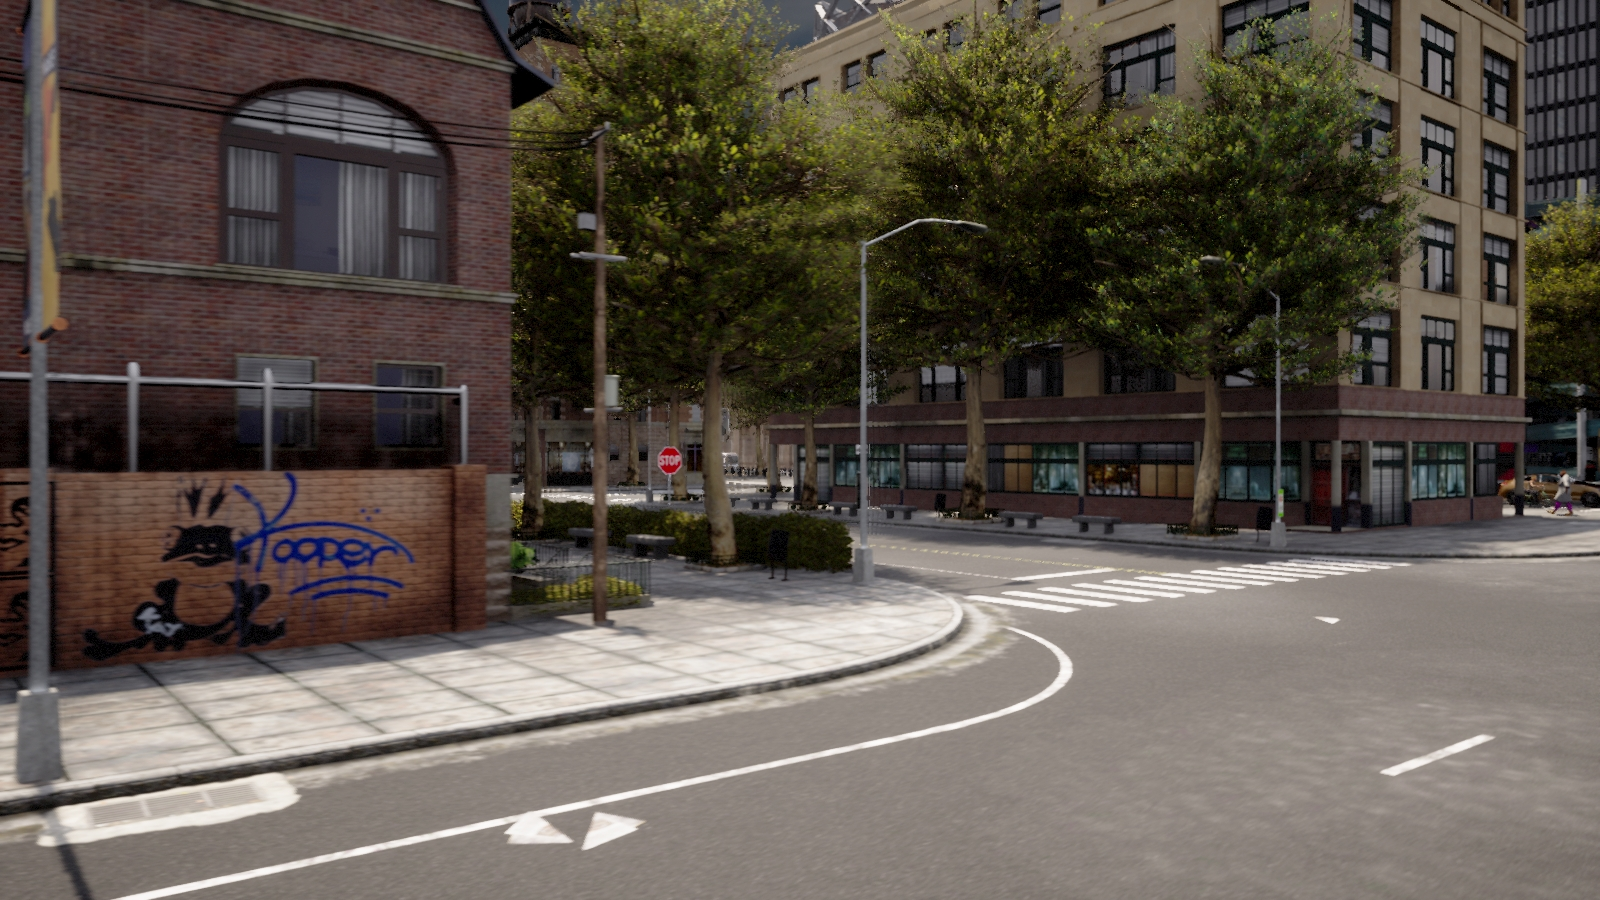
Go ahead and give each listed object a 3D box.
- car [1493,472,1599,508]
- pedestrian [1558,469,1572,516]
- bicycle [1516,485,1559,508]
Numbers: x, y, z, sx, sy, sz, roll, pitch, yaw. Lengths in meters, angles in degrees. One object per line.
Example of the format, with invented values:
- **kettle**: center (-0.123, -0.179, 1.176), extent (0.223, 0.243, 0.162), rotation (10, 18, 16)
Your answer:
- **car**: center (38.226, 2.003, 57.715), extent (2.152, 1.651, 5.027), rotation (0, 0, -38)
- **pedestrian**: center (30.722, 1.705, 45.877), extent (0.375, 1.860, 0.375), rotation (0, 0, -42)
- **bicycle**: center (35.665, 2.264, 55.233), extent (0.859, 1.080, 1.487), rotation (0, -3, -37)
